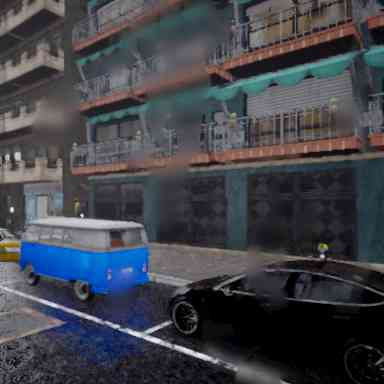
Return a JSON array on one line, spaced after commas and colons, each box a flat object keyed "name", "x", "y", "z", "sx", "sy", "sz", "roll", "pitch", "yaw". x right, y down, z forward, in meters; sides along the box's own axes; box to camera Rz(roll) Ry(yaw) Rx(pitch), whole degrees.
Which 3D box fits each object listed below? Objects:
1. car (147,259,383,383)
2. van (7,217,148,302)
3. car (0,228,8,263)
[{"name": "car", "x": 1.571, "y": 1.759, "z": 5.331, "sx": 4.313, "sy": 1.339, "sz": 1.947, "roll": -1, "pitch": -3, "yaw": 37}, {"name": "van", "x": -2.959, "y": 1.604, "z": 8.729, "sx": 3.998, "sy": 1.788, "sz": 1.690, "roll": -1, "pitch": -3, "yaw": 37}, {"name": "car", "x": -7.633, "y": 1.861, "z": 12.212, "sx": 4.829, "sy": 1.417, "sz": 1.752, "roll": -1, "pitch": -3, "yaw": 37}]
